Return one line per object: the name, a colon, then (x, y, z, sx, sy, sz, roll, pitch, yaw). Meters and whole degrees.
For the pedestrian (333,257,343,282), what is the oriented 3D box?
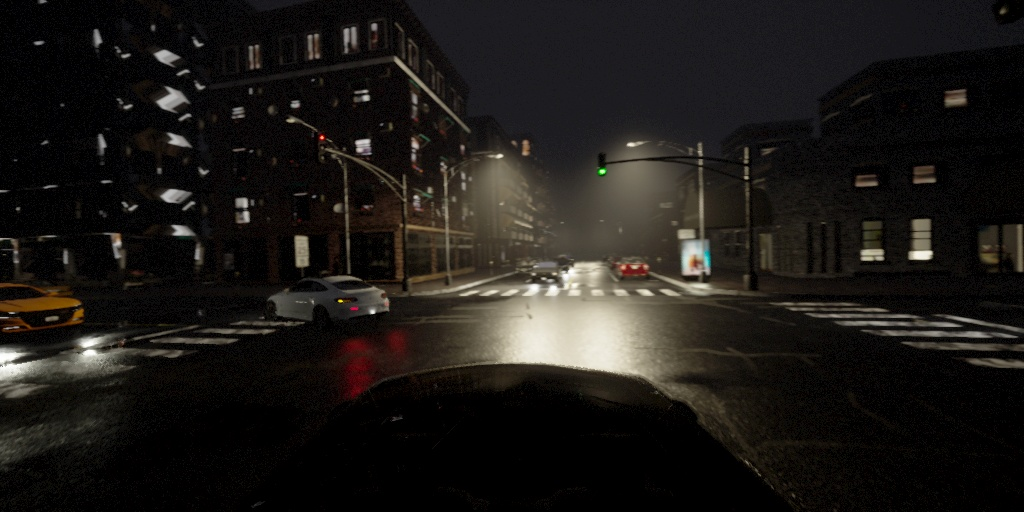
pedestrian: (-8.790, 0.938, 18.109, 0.375, 1.860, 0.375, -2, 1, 12)

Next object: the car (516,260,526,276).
car: (1.486, 1.026, 32.692, 2.007, 1.370, 4.403, 0, 0, 12)

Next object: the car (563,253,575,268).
car: (6.957, 0.727, 45.391, 2.128, 1.511, 4.902, -2, 0, 12)

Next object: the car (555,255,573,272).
car: (4.707, 0.892, 35.336, 1.812, 1.442, 4.674, -2, 0, 12)

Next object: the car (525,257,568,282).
car: (2.596, 1.040, 25.640, 2.033, 1.411, 5.357, -2, 0, 12)

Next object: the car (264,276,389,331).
car: (-5.835, 1.343, 11.244, 4.674, 1.442, 1.812, -1, 0, 33)

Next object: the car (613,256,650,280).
car: (8.475, 0.767, 25.366, 1.967, 1.591, 4.097, 0, 0, 12)

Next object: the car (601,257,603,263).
car: (15.686, 0.453, 58.774, 2.007, 1.370, 4.403, 0, 0, 12)

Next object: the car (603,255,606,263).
car: (12.080, 0.663, 42.071, 2.007, 1.370, 4.403, 0, 0, 12)

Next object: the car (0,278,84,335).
car: (-15.601, 1.579, 10.757, 5.008, 1.535, 1.882, -1, 1, 12)

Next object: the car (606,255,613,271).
car: (10.878, 0.765, 36.503, 1.802, 1.307, 4.207, 0, 0, 12)
